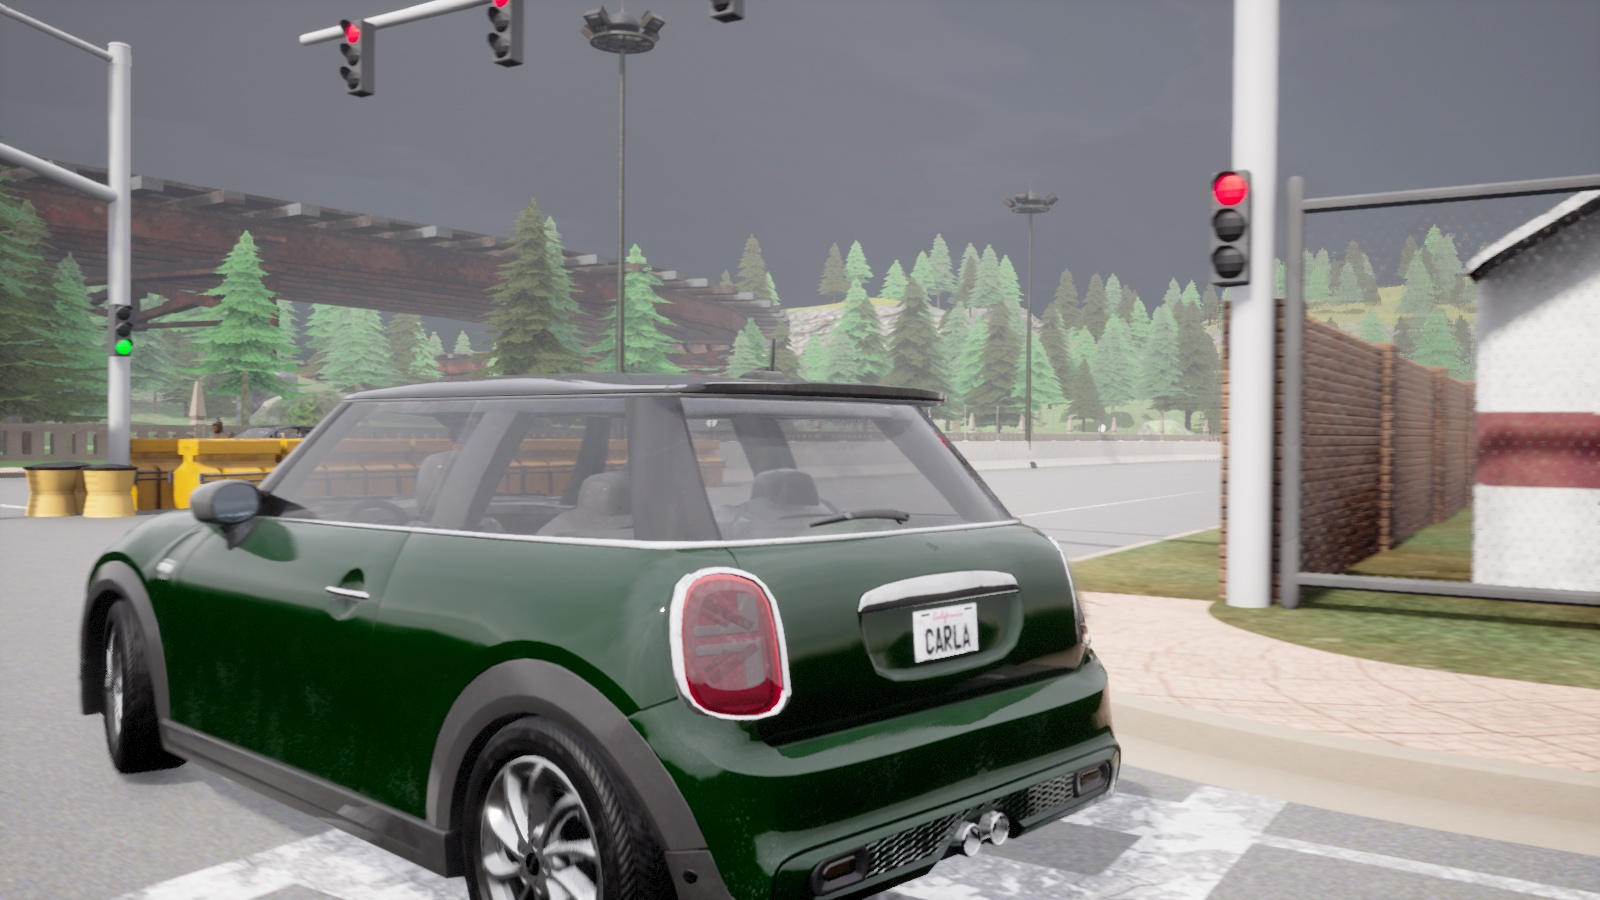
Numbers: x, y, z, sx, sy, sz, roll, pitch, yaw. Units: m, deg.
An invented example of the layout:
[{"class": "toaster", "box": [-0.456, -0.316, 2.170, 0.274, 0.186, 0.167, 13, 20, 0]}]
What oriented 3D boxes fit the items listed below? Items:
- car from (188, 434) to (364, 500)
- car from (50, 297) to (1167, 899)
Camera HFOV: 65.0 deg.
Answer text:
[{"class": "car", "box": [-13.072, 0.380, 31.509, 1.789, 1.549, 3.705, 0, 1, 32]}, {"class": "car", "box": [-1.130, 0.528, 5.070, 4.553, 1.767, 2.097, 0, 1, 44]}]
